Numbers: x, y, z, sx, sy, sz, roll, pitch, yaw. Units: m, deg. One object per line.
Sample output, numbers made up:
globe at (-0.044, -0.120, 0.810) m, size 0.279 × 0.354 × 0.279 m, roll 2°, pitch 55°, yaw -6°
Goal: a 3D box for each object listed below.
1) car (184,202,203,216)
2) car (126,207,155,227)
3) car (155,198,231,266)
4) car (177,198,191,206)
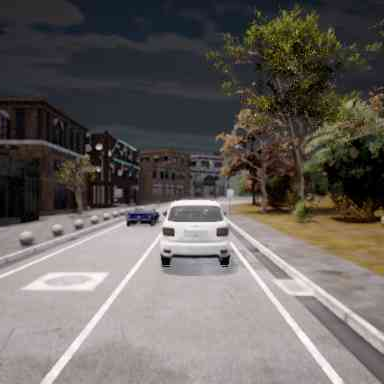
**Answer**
car at (0.182, 1.807, 36.440) m, size 1.895 × 1.301 × 4.718 m, roll 0°, pitch 0°, yaw 0°
car at (-3.550, 1.750, 24.369) m, size 1.895 × 1.301 × 4.718 m, roll 0°, pitch 0°, yaw 0°
car at (0.113, 1.315, 12.094) m, size 2.150 × 2.045 × 5.566 m, roll 0°, pitch 0°, yaw 0°
car at (-1.471, 1.929, 65.632) m, size 1.895 × 1.301 × 4.718 m, roll 0°, pitch 0°, yaw 9°
